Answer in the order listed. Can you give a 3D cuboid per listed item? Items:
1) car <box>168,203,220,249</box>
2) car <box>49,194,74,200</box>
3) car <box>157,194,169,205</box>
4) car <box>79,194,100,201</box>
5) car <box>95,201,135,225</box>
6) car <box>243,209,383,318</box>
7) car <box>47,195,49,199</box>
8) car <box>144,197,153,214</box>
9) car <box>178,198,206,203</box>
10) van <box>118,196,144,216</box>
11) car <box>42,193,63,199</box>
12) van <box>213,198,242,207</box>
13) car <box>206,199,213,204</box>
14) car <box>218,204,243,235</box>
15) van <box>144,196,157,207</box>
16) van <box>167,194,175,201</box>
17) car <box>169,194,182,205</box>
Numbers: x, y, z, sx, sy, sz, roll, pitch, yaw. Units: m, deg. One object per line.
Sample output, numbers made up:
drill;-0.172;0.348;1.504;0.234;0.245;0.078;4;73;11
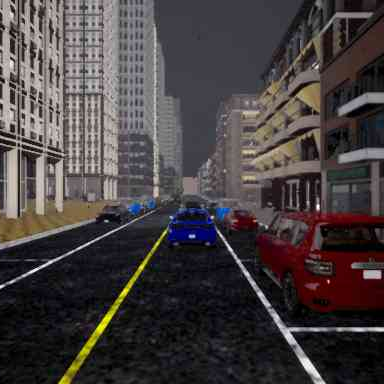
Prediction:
car;0.000;1.484;14.650;1.882;1.535;5.008;0;0;0
car;-26.708;1.130;68.950;4.206;1.307;1.802;1;-1;0
car;-5.691;1.459;58.183;1.967;1.590;4.097;0;0;0
car;-21.131;1.095;68.966;4.097;1.590;1.967;1;-1;0
car;-5.690;1.566;24.291;1.947;1.339;4.313;0;0;0
car;2.690;1.312;7.345;2.192;1.841;5.009;0;0;0
car;-32.277;0.755;68.943;5.009;1.841;2.192;1;-1;0
car;-5.691;1.556;35.589;2.008;1.369;4.403;0;0;0
car;0.000;1.520;29.650;1.837;1.490;4.892;0;0;0
van;-5.691;1.343;29.940;1.690;1.788;3.998;0;0;0
car;-32.363;1.014;77.317;4.206;1.307;1.802;1;-1;0
van;2.690;1.342;24.291;1.690;1.788;3.998;0;0;0
car;2.690;1.559;41.237;2.008;1.369;4.403;0;0;0
car;2.690;1.581;18.643;1.802;1.307;4.206;0;0;0
van;-5.691;1.349;41.237;1.690;1.788;3.998;0;0;0
van;-5.691;1.390;90.657;1.690;1.788;3.998;0;0;0
car;-3.000;1.350;61.620;2.150;2.045;5.566;0;0;0
